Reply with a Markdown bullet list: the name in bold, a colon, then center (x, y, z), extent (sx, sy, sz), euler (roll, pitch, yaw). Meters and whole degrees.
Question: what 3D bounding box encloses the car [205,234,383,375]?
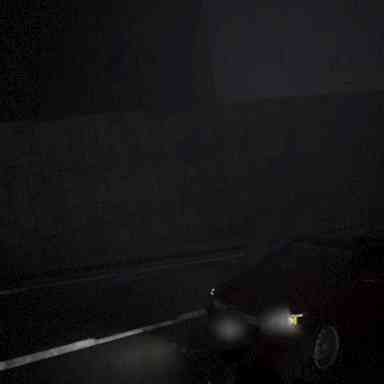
- **car**: center (2.389, 1.505, 5.685), extent (4.674, 1.442, 1.812), euler (0, 0, -35)
